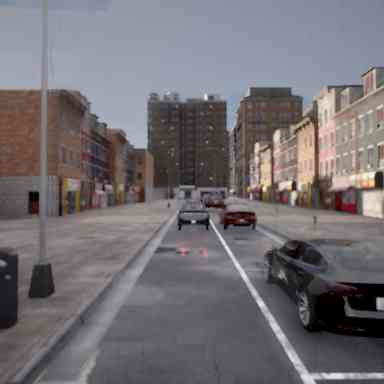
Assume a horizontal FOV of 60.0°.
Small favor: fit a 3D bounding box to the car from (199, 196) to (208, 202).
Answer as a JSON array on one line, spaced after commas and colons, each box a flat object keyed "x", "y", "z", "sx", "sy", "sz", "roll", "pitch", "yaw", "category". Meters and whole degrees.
[{"x": 2.638, "y": 1.600, "z": 77.256, "sx": 1.802, "sy": 1.307, "sz": 4.206, "roll": 1, "pitch": 0, "yaw": 0, "category": "car"}]

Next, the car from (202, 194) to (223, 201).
[{"x": 2.652, "y": 1.242, "z": 39.189, "sx": 2.192, "sy": 1.841, "sz": 5.009, "roll": 1, "pitch": 0, "yaw": 0, "category": "car"}]

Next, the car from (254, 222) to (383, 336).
[{"x": 2.654, "y": 1.539, "z": 6.562, "sx": 1.947, "sy": 1.339, "sz": 4.313, "roll": 1, "pitch": 0, "yaw": 0, "category": "car"}]

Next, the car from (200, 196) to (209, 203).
[{"x": 2.639, "y": 1.579, "z": 71.817, "sx": 1.802, "sy": 1.307, "sz": 4.206, "roll": 1, "pitch": 0, "yaw": 0, "category": "car"}]

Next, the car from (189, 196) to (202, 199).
[{"x": 0.082, "y": 1.474, "z": 40.034, "sx": 2.033, "sy": 1.411, "sz": 5.357, "roll": 0, "pitch": 0, "yaw": 0, "category": "car"}]

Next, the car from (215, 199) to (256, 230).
[{"x": 2.746, "y": 1.415, "z": 20.844, "sx": 1.882, "sy": 1.535, "sz": 5.008, "roll": 0, "pitch": 0, "yaw": 0, "category": "car"}]

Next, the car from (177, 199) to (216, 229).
[{"x": 0.095, "y": 1.428, "z": 20.776, "sx": 2.128, "sy": 1.511, "sz": 4.902, "roll": 0, "pitch": 0, "yaw": 0, "category": "car"}]

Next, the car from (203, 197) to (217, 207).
[{"x": 2.644, "y": 1.519, "z": 50.065, "sx": 1.802, "sy": 1.307, "sz": 4.206, "roll": 1, "pitch": 0, "yaw": 0, "category": "car"}]

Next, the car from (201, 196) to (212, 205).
[{"x": 2.642, "y": 1.506, "z": 60.940, "sx": 1.887, "sy": 1.381, "sz": 4.507, "roll": 1, "pitch": 0, "yaw": 0, "category": "car"}]

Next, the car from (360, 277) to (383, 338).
[{"x": 2.656, "y": 1.561, "z": 1.126, "sx": 1.947, "sy": 1.339, "sz": 4.313, "roll": 1, "pitch": 0, "yaw": 0, "category": "car"}]

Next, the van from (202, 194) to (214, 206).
[{"x": 2.647, "y": 1.289, "z": 55.503, "sx": 1.690, "sy": 1.788, "sz": 3.998, "roll": 1, "pitch": 0, "yaw": 0, "category": "van"}]
